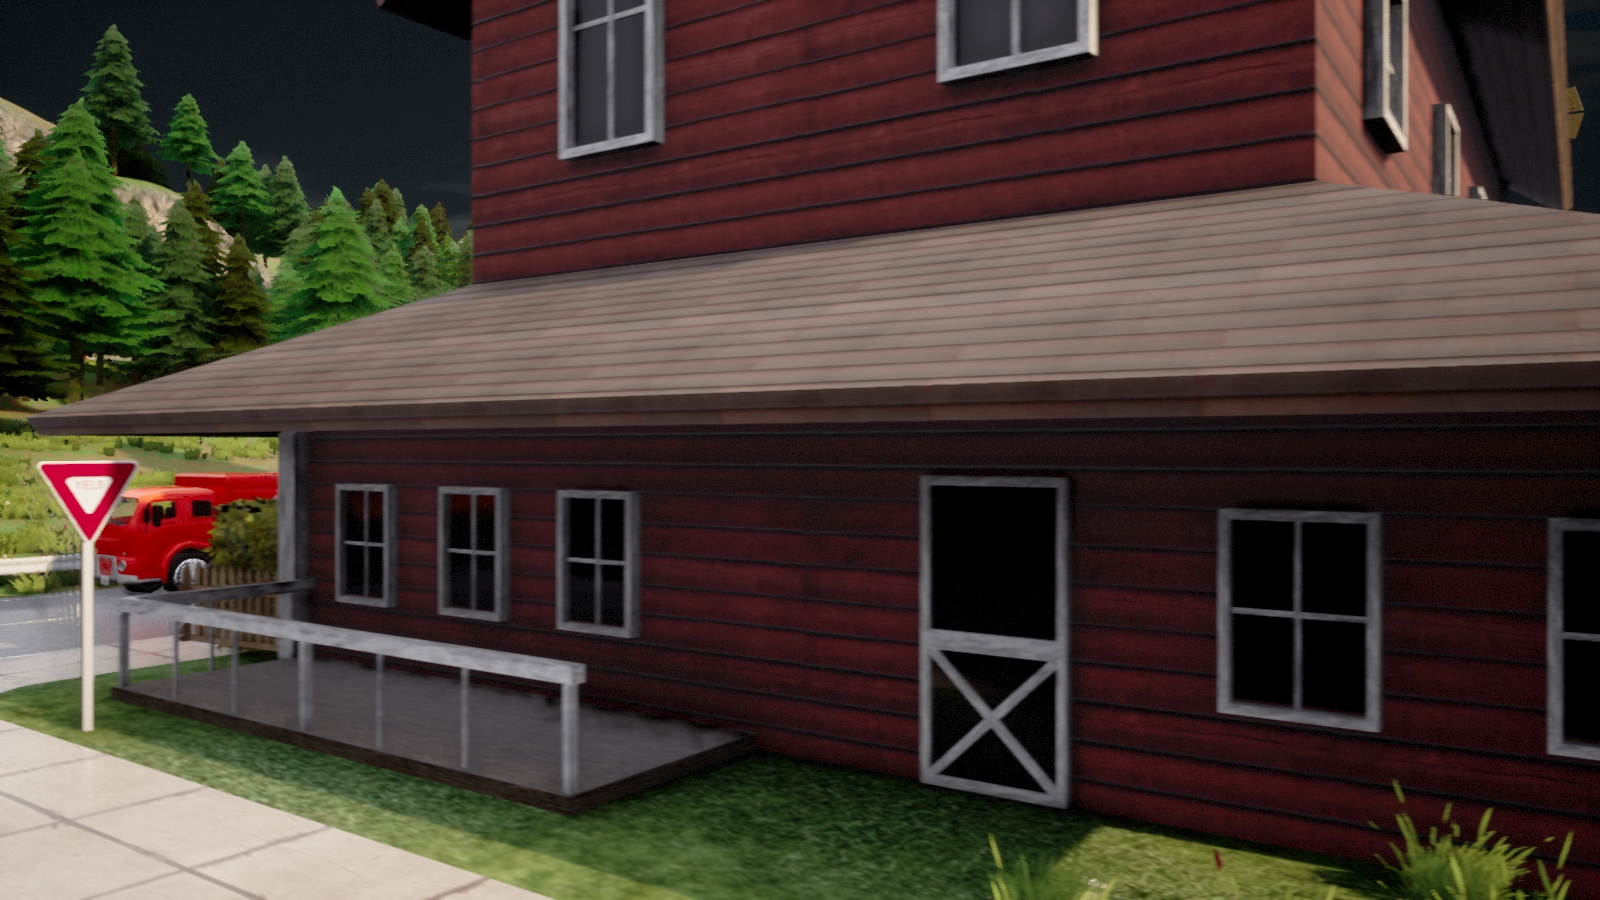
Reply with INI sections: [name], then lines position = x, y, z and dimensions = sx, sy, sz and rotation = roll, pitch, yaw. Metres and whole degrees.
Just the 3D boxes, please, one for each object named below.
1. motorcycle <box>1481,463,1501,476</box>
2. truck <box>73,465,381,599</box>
[motorcycle]
position = 76.318, 2.142, 126.163
dimensions = 1.805, 1.316, 0.856
rotation = 0, 0, 35
[truck]
position = -11.986, 1.573, 24.265
dimensions = 2.627, 2.467, 5.204
rotation = 0, 0, 35
